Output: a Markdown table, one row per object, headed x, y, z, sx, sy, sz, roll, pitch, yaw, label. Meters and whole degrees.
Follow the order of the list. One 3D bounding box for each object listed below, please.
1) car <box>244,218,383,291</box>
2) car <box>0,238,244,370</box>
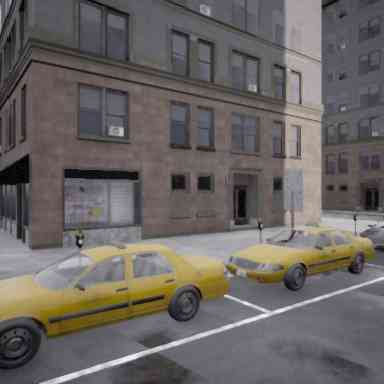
| x | y | z | sx | sy | sz | roll | pitch | yaw | label |
| --- | --- | --- | --- | --- | --- | --- | --- | --- | --- |
| 3.088 | 1.522 | 8.968 | 4.829 | 1.417 | 1.752 | 0 | 0 | -35 | car |
| -1.527 | 1.523 | 5.676 | 4.829 | 1.417 | 1.752 | 0 | 0 | -35 | car |
